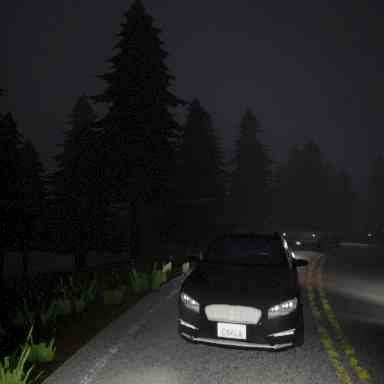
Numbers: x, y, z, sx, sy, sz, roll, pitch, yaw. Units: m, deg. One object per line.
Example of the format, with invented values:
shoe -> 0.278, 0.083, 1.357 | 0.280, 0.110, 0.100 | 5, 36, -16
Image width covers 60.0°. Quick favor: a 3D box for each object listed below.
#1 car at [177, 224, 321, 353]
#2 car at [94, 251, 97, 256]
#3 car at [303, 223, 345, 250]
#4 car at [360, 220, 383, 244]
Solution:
car -> 1.133, 1.561, 6.602 | 2.128, 1.511, 4.902 | -1, -2, 15
car -> -20.261, 13.650, 72.972 | 4.181, 1.381, 1.994 | -2, -5, 31
car -> 6.502, 2.308, 17.697 | 1.895, 1.301, 4.718 | -3, -6, 39
car -> 15.850, 3.226, 26.460 | 5.566, 2.045, 2.150 | 8, -8, -28
